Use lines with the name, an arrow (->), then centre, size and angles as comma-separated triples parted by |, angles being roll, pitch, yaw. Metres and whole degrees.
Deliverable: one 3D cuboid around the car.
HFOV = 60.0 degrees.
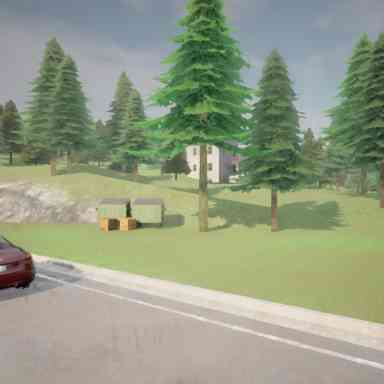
car -> -5.633, 1.564, 8.007 | 4.181, 1.385, 1.994 | 0, 0, 35
